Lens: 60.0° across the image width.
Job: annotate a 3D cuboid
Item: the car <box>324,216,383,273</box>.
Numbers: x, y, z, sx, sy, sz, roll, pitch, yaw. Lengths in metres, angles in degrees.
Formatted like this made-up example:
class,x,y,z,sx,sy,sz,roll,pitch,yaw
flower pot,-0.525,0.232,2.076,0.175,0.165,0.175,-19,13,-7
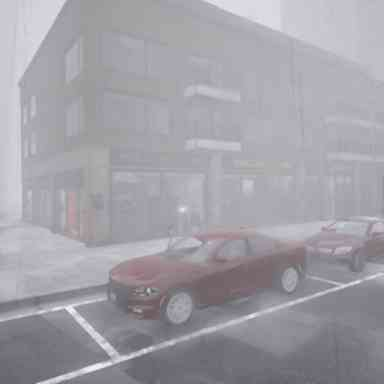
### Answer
class,x,y,z,sx,sy,sz,roll,pitch,yaw
car,5.015,1.425,10.084,4.206,1.307,1.802,-1,1,-35

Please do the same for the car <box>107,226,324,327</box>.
class,x,y,z,sx,sy,sz,roll,pitch,yaw
car,0.510,1.476,6.885,4.507,1.381,1.887,-1,1,-35
